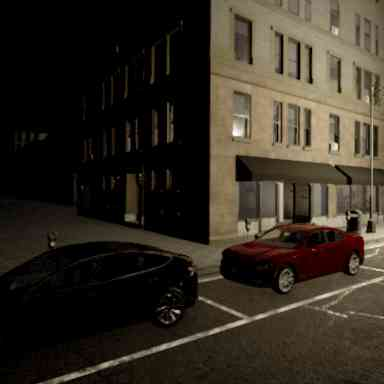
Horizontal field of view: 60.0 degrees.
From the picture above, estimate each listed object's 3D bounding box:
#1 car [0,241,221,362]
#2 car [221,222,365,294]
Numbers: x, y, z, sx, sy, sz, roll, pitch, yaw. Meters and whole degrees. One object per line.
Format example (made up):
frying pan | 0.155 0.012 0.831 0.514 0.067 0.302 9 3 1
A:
car | -1.863 1.562 5.428 4.313 1.339 1.947 0 1 -35
car | 2.755 1.525 8.721 4.507 1.381 1.887 0 1 -35
